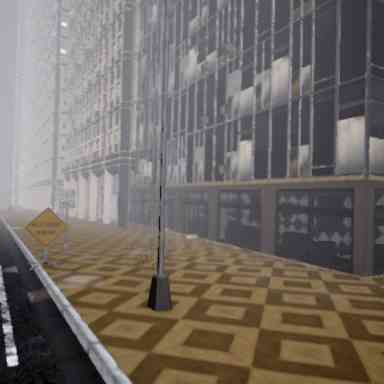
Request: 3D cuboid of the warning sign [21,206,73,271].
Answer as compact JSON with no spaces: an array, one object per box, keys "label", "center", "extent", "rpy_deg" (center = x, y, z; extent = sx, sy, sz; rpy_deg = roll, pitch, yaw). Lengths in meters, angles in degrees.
[{"label":"warning sign","center":[-4.585,1.399,10.494],"extent":[1.300,1.860,1.060],"rpy_deg":[3,-2,-31]}]
